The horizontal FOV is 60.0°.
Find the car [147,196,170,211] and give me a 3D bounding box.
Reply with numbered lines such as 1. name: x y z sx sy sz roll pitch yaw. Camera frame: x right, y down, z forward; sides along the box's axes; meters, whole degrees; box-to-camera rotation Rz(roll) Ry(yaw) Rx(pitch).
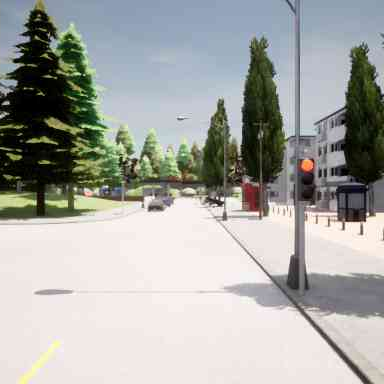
1. car: -4.172 1.547 40.101 2.033 1.411 5.357 0 0 0

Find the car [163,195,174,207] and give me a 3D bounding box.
1. car: -4.176 1.564 50.039 1.994 1.385 4.181 0 0 0

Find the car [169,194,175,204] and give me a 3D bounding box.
1. car: -4.148 1.505 60.031 1.837 1.490 4.892 0 0 0
